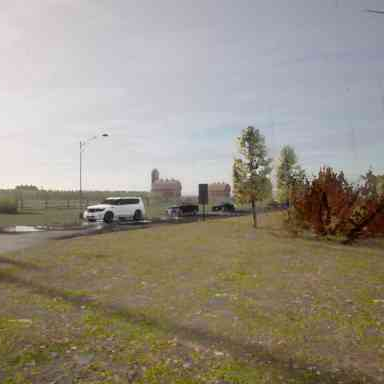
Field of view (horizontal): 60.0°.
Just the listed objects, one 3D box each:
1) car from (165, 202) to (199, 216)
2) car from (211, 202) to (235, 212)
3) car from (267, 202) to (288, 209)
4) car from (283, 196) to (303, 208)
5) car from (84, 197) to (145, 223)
[{"bbox_3d":[-1.057,1.817,36.690,2.128,1.511,4.902,-1,-1,32],"label":"car"},{"bbox_3d":[4.283,1.986,45.205,1.994,1.385,4.181,-1,-1,32],"label":"car"},{"bbox_3d":[13.531,1.965,53.126,1.837,1.490,4.892,-1,-1,32],"label":"car"},{"bbox_3d":[18.765,1.783,61.649,2.150,2.045,5.566,-1,-1,32],"label":"car"},{"bbox_3d":[-6.390,1.452,28.174,2.150,2.045,5.566,-1,-1,34],"label":"car"}]
